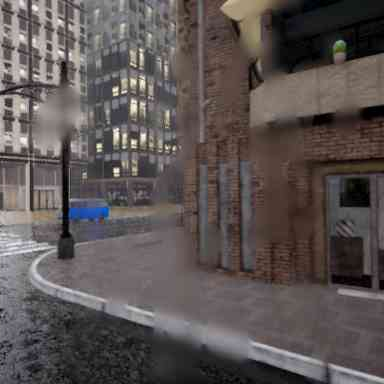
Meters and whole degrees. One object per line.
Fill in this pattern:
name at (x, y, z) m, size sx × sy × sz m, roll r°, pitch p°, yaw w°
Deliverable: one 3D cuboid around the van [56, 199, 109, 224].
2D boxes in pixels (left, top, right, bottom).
van at (-8.156, 1.428, 25.014) m, size 1.690 × 1.788 × 3.998 m, roll -1°, pitch -1°, yaw 36°
